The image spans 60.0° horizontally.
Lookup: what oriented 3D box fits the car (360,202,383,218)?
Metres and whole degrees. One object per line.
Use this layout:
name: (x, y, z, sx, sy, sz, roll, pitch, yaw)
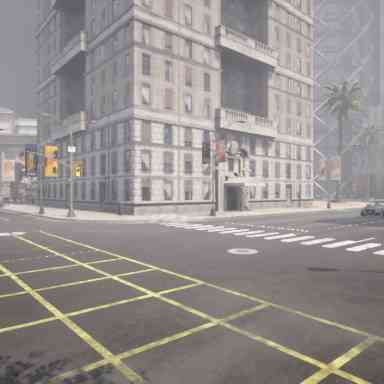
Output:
car: (16.910, 1.564, 30.033, 4.181, 1.385, 1.994, 0, 0, -40)
